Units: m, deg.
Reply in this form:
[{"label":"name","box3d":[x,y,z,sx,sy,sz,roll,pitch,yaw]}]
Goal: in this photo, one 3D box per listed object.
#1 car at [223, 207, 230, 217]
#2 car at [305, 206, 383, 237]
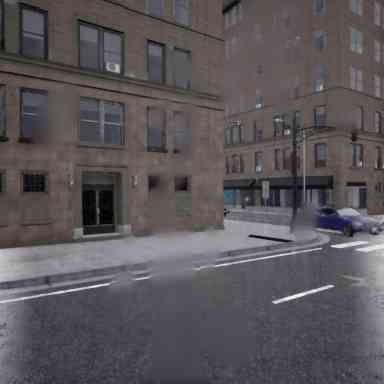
[{"label":"car","box3d":[1.237,1.513,29.566,1.895,1.301,4.718,-1,1,-35]},{"label":"car","box3d":[8.050,1.505,18.076,1.812,1.442,4.674,0,0,-17]}]
